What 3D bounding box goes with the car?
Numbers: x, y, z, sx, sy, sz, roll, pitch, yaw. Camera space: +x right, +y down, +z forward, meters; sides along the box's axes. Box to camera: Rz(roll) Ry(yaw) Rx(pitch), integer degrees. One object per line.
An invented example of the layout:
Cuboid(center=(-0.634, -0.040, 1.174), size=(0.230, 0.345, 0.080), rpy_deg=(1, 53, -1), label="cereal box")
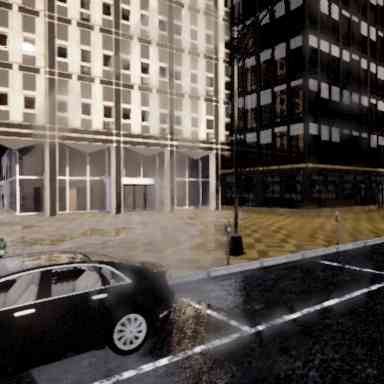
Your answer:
Cuboid(center=(-2.318, 1.547, 4.447), size=(4.403, 1.369, 2.008), rpy_deg=(-1, 0, -35), label="car")
